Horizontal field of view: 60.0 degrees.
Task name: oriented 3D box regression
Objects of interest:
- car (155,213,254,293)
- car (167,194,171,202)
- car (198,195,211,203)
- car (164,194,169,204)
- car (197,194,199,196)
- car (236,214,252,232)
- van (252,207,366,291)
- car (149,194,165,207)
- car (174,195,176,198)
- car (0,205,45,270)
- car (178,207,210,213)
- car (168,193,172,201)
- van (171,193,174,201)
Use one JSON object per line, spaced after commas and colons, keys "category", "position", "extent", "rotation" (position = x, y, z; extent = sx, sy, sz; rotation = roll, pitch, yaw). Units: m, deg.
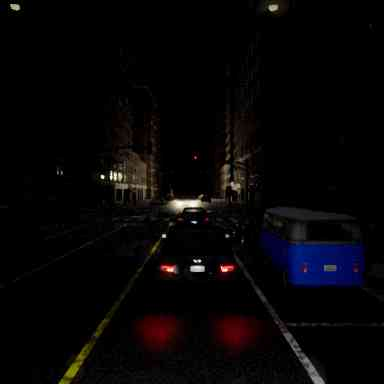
{"category": "car", "position": [0.104, 1.546, 8.997], "extent": [2.033, 1.411, 5.357], "rotation": [0, 0, 0]}
{"category": "car", "position": [-5.649, 1.509, 63.279], "extent": [1.887, 1.381, 4.507], "rotation": [0, 0, 0]}
{"category": "car", "position": [2.877, 1.404, 68.763], "extent": [1.967, 1.590, 4.097], "rotation": [0, 0, 0]}
{"category": "car", "position": [-5.651, 1.517, 57.828], "extent": [2.008, 1.369, 4.403], "rotation": [0, 0, 0]}
{"category": "car", "position": [2.881, 1.516, 79.660], "extent": [2.008, 1.369, 4.403], "rotation": [0, 0, 0]}
{"category": "car", "position": [2.860, 1.562, 14.386], "extent": [1.947, 1.339, 4.313], "rotation": [0, 0, 0]}
{"category": "van", "position": [2.858, 1.339, 8.726], "extent": [1.690, 1.788, 3.998], "rotation": [0, 0, 0]}
{"category": "car", "position": [-5.653, 1.494, 52.207], "extent": [1.752, 1.417, 4.829], "rotation": [0, 0, 0]}
{"category": "car", "position": [-5.644, 1.516, 79.631], "extent": [2.008, 1.369, 4.403], "rotation": [0, 0, 0]}
{"category": "car", "position": [-5.667, 1.313, 8.689], "extent": [2.192, 1.841, 5.009], "rotation": [0, 0, 0]}
{"category": "car", "position": [0.107, 1.557, 19.317], "extent": [1.994, 1.385, 4.181], "rotation": [0, 0, 0]}
{"category": "car", "position": [-5.647, 1.509, 68.730], "extent": [1.887, 1.381, 4.507], "rotation": [0, 0, 0]}
{"category": "van", "position": [-5.646, 1.305, 74.180], "extent": [1.690, 1.788, 3.998], "rotation": [0, 0, 0]}
